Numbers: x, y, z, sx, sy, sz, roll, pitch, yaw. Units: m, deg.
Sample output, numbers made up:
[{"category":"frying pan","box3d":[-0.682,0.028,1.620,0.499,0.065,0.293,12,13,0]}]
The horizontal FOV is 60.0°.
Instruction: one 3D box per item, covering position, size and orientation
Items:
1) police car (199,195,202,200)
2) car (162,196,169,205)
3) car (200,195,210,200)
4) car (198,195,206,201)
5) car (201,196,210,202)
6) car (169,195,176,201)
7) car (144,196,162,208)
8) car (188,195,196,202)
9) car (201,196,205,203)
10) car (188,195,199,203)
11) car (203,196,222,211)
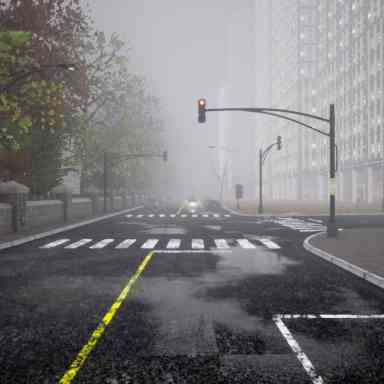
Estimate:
[{"category":"police car","box3d":[3.132,1.478,69.928,1.930,1.638,5.238,0,0,0]},{"category":"car","box3d":[-5.691,1.478,58.404,1.967,1.590,4.097,0,0,0]},{"category":"car","box3d":[2.689,1.597,52.771,1.947,1.339,4.313,0,0,0]},{"category":"car","box3d":[2.688,1.642,92.197,2.008,1.369,4.403,0,0,0]},{"category":"car","box3d":[3.146,1.590,76.818,1.812,1.442,4.674,0,0,0]},{"category":"car","box3d":[-5.692,1.626,86.565,1.887,1.381,4.507,0,0,0]},{"category":"car","box3d":[-5.691,1.608,47.138,1.802,1.307,4.206,0,0,0]},{"category":"car","box3d":[-0.004,1.570,80.044,1.837,1.490,4.892,0,0,0]},{"category":"car","box3d":[2.689,1.592,47.139,1.947,1.339,4.313,0,0,0]},{"category":"car","box3d":[0.042,1.566,71.027,2.128,1.511,4.902,0,0,0]},{"category":"car","box3d":[2.689,1.587,41.506,1.947,1.339,4.313,0,0,0]}]
